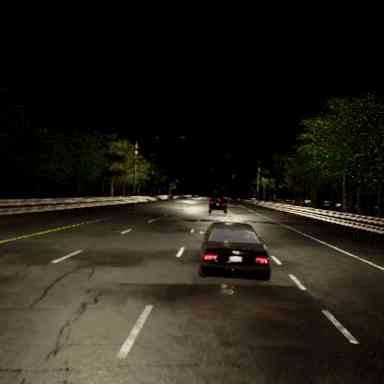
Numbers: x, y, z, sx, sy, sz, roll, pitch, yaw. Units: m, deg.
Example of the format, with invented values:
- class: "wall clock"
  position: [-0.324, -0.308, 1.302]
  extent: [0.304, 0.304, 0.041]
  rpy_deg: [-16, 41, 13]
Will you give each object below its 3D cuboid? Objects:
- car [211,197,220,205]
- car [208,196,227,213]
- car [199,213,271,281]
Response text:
- class: "car"
  position: [5.523, 2.073, 78.096]
  extent: [1.882, 1.535, 5.008]
  rpy_deg: [3, 0, 4]
- class: "car"
  position: [3.167, 1.548, 40.987]
  extent: [2.150, 2.045, 5.566]
  rpy_deg: [3, 0, 4]
- class: "car"
  position: [1.196, 1.650, 10.365]
  extent: [2.033, 1.411, 5.357]
  rpy_deg: [3, 0, 4]
